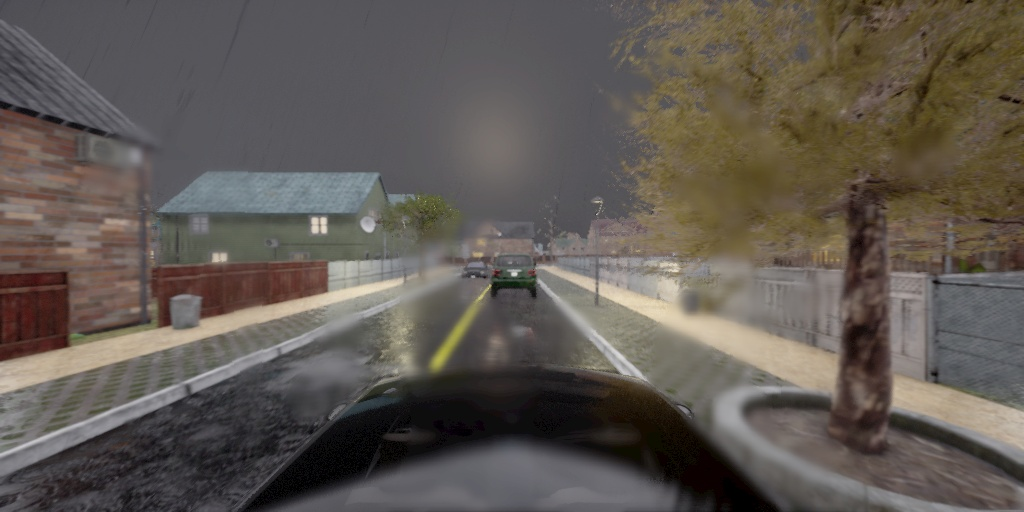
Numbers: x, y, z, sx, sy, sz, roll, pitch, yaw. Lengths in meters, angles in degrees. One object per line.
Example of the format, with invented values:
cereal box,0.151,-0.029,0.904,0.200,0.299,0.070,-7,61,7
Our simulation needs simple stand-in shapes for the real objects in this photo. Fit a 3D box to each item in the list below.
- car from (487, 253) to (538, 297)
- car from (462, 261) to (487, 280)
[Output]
car,0.098,0.873,18.386,2.150,2.045,5.566,0,0,0
car,-2.848,1.147,29.260,2.033,1.411,5.357,0,0,0
